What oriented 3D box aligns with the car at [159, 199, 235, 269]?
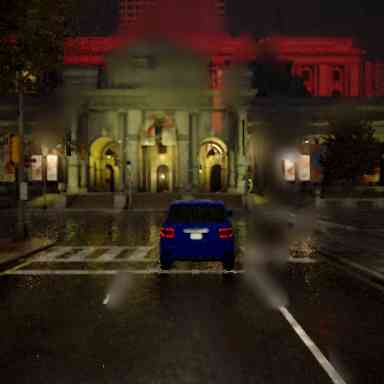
[{"bbox_3d":[0.247,1.243,11.371,2.150,2.045,5.566,0,0,3],"label":"car"}]
